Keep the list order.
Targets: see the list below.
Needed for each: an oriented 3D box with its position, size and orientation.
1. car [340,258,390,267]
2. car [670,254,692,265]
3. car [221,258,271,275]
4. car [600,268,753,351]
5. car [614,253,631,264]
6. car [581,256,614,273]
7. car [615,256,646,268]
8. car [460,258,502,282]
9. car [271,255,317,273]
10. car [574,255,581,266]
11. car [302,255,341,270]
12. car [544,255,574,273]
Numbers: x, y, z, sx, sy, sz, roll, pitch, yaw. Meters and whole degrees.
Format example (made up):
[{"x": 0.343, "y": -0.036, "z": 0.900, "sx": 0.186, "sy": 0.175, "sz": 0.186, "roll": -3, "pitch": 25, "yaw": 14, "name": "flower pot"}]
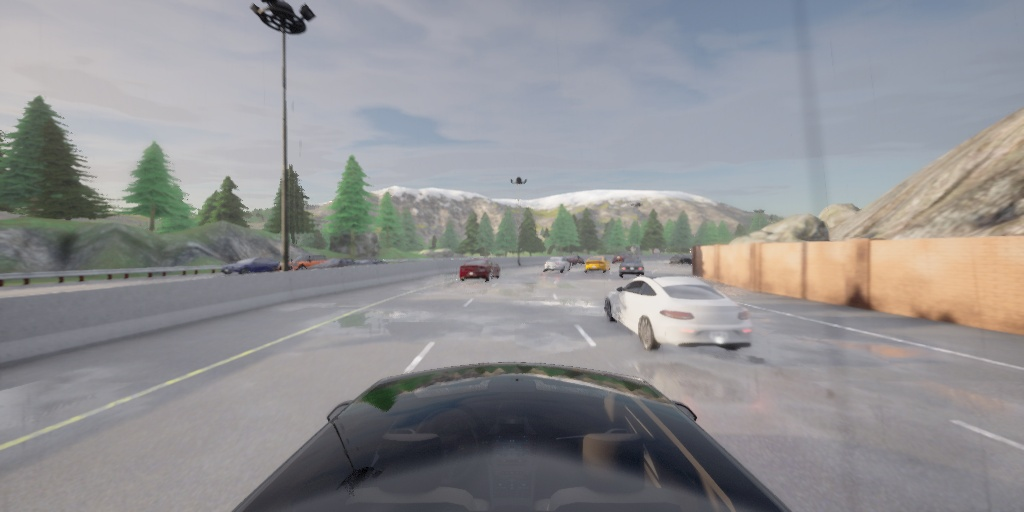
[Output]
[{"x": -11.845, "y": 0.911, "z": 29.950, "sx": 1.994, "sy": 1.385, "sz": 4.181, "roll": 0, "pitch": 1, "yaw": 13, "name": "car"}, {"x": 25.420, "y": 0.490, "z": 53.919, "sx": 4.902, "sy": 1.511, "sz": 2.128, "roll": -1, "pitch": 1, "yaw": -44, "name": "car"}, {"x": -22.342, "y": 0.859, "z": 30.918, "sx": 1.812, "sy": 1.442, "sz": 4.674, "roll": 0, "pitch": 1, "yaw": 12, "name": "car"}, {"x": 3.610, "y": 1.178, "z": 8.534, "sx": 1.812, "sy": 1.442, "sz": 4.674, "roll": 0, "pitch": 1, "yaw": 0, "name": "car"}, {"x": 17.514, "y": 0.327, "z": 55.795, "sx": 2.097, "sy": 1.767, "sz": 4.553, "roll": 1, "pitch": 1, "yaw": 42, "name": "car"}, {"x": 8.245, "y": 0.761, "z": 34.252, "sx": 1.882, "sy": 1.535, "sz": 5.008, "roll": 0, "pitch": 1, "yaw": 22, "name": "car"}, {"x": 9.485, "y": 0.917, "z": 28.213, "sx": 2.033, "sy": 1.411, "sz": 5.357, "roll": 0, "pitch": 1, "yaw": 19, "name": "car"}, {"x": -2.061, "y": 0.899, "z": 24.681, "sx": 1.882, "sy": 1.535, "sz": 5.008, "roll": 0, "pitch": 1, "yaw": 11, "name": "car"}, {"x": -18.515, "y": 0.696, "z": 32.184, "sx": 2.097, "sy": 1.767, "sz": 4.553, "roll": 0, "pitch": 1, "yaw": 14, "name": "car"}, {"x": 8.627, "y": 0.586, "z": 49.834, "sx": 1.812, "sy": 1.442, "sz": 4.674, "roll": 0, "pitch": 1, "yaw": 35, "name": "car"}, {"x": -15.123, "y": 0.876, "z": 31.322, "sx": 2.033, "sy": 1.411, "sz": 5.357, "roll": 0, "pitch": 1, "yaw": 14, "name": "car"}, {"x": 4.380, "y": 0.806, "z": 34.491, "sx": 1.812, "sy": 1.442, "sz": 4.674, "roll": 0, "pitch": 1, "yaw": 20, "name": "car"}]
